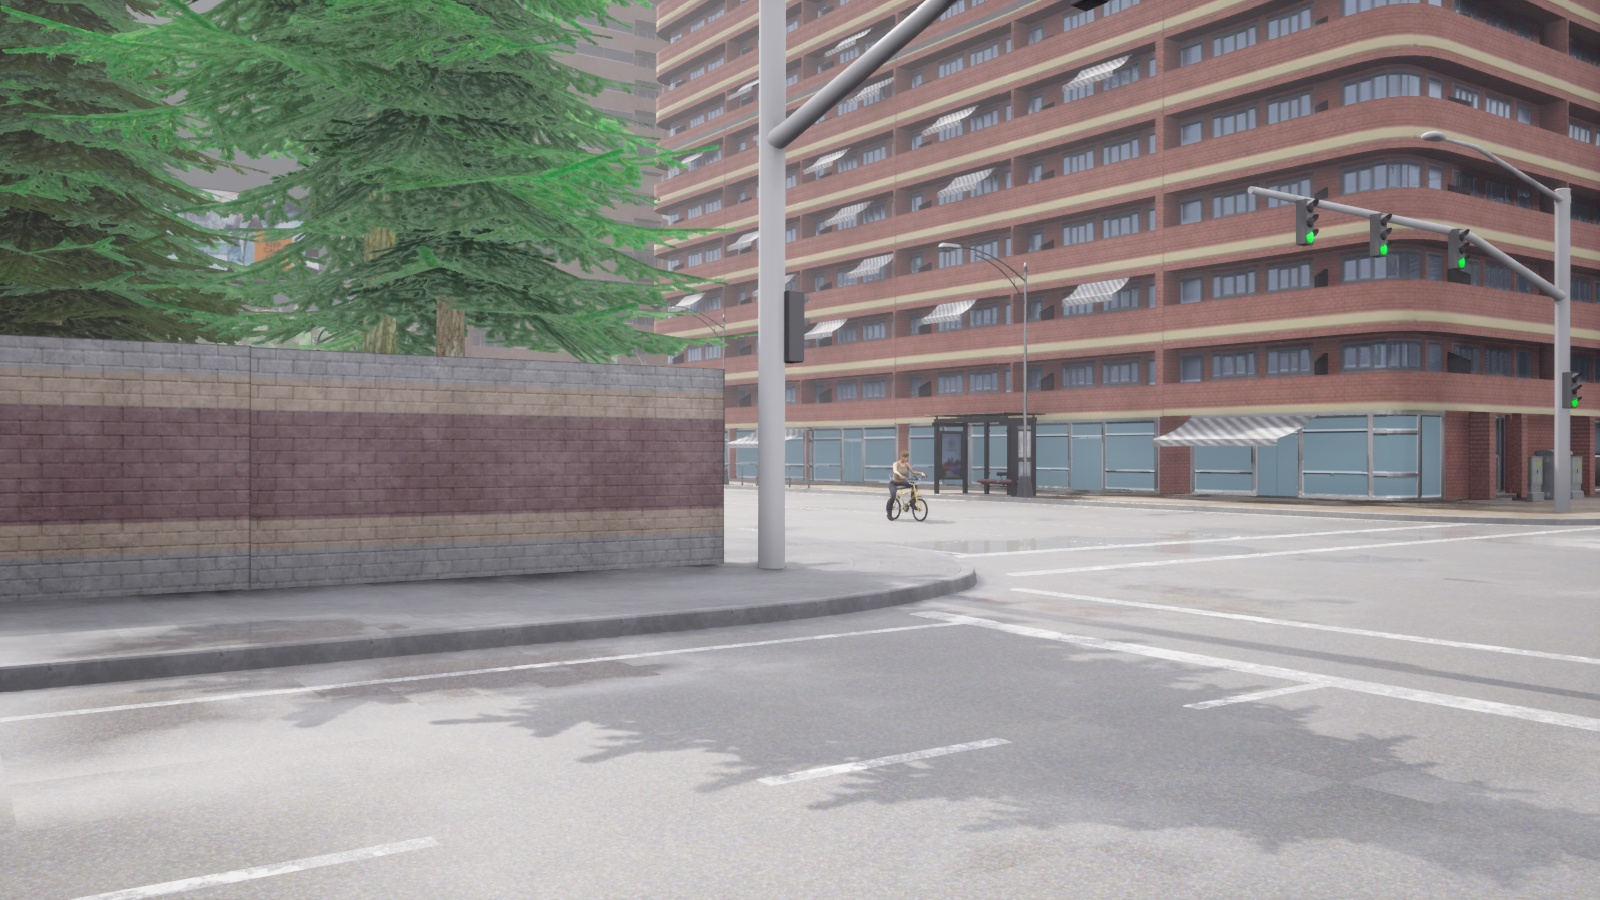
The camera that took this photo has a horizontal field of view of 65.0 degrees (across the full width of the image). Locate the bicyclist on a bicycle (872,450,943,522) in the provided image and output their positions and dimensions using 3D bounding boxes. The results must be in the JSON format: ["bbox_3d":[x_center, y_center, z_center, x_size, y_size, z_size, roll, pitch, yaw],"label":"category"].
[{"bbox_3d":[2.441,0.802,28.703,0.866,1.612,1.509,0,0,-34],"label":"bicyclist on a bicycle"}]
